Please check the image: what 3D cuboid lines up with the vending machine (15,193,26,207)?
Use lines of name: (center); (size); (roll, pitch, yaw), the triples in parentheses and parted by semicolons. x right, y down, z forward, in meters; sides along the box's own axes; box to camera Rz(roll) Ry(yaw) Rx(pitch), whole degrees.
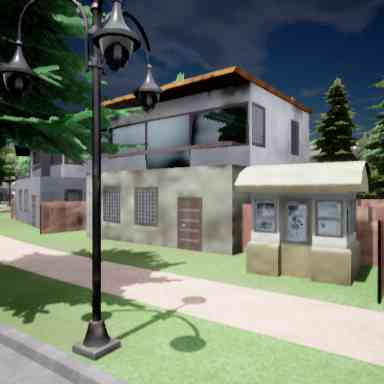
vending machine: (-25.544, 1.179, 49.537); (1.100, 2.100, 0.880); (0, 0, -1)
